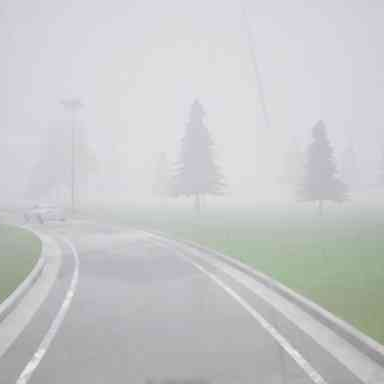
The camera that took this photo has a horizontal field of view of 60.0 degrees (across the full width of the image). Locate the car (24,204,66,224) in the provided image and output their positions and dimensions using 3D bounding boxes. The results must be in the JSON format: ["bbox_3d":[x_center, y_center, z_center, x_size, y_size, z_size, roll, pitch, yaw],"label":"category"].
[{"bbox_3d":[-11.355,1.631,25.660,1.812,1.442,4.674,0,0,-44],"label":"car"}]
